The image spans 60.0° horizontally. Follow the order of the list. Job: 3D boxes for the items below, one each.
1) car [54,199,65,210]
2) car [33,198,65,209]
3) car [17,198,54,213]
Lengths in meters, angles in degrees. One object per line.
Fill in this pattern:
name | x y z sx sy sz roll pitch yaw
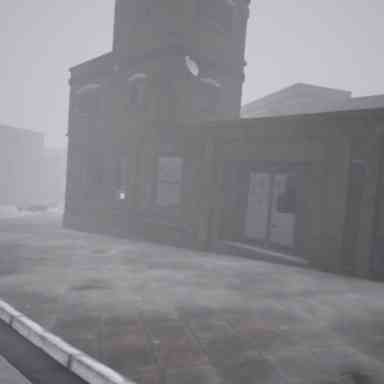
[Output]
car | -18.459 2.117 51.296 2.033 1.411 5.357 5 -1 16
car | -21.926 1.764 51.203 1.837 1.490 4.892 5 -1 14
car | -19.728 1.755 41.395 2.128 1.511 4.902 4 -1 3
